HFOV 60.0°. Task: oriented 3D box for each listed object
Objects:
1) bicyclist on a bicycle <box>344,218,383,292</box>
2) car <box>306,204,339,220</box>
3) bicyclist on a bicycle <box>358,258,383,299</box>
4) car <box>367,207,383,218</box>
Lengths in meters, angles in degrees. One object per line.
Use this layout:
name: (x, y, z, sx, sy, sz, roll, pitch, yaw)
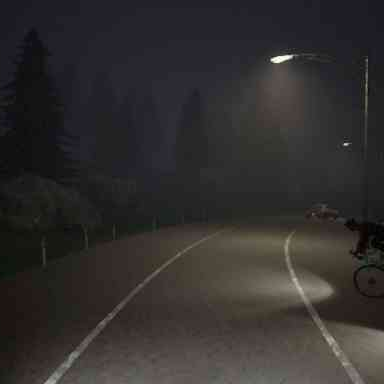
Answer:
bicyclist on a bicycle: (3.790, 1.162, 6.714, 1.656, 1.620, 0.582, -36, -24, 19)
car: (12.755, 1.938, 32.462, 1.812, 1.442, 4.674, 2, -1, 42)
bicyclist on a bicycle: (3.932, 1.764, 5.220, 1.656, 0.582, 1.620, 14, 5, 0)
car: (23.976, 2.644, 42.151, 4.902, 1.511, 2.128, 4, 0, -33)
